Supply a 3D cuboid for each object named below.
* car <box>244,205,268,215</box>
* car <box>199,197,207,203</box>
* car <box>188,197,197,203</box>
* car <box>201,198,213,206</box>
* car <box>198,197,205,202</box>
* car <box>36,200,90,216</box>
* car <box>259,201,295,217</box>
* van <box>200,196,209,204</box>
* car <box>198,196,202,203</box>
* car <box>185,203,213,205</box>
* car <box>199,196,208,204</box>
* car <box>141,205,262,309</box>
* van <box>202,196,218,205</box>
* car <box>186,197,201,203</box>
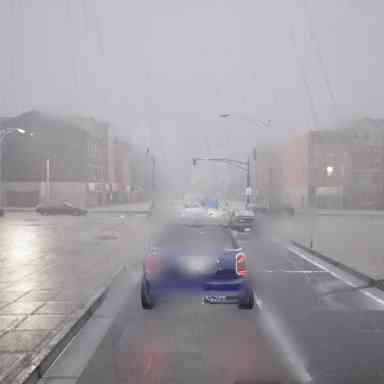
[{"bbox_3d":[2.644,1.579,18.083,2.008,1.369,4.403,-1,0,0],"label":"car"},{"bbox_3d":[2.706,2.017,82.072,1.887,1.381,4.507,-1,-1,0],"label":"car"},{"bbox_3d":[0.091,2.040,85.890,2.128,1.511,4.902,0,-1,0],"label":"car"},{"bbox_3d":[2.685,1.819,60.911,2.008,1.369,4.403,-1,-1,0],"label":"car"},{"bbox_3d":[2.717,2.178,92.651,1.802,1.307,4.206,-2,-1,0],"label":"car"},{"bbox_3d":[-11.687,1.472,30.151,4.674,1.442,1.812,1,1,2],"label":"car"},{"bbox_3d":[7.685,1.669,33.041,4.892,1.490,1.837,1,1,0],"label":"car"},{"bbox_3d":[2.691,1.704,71.494,1.690,1.788,3.998,-1,-1,0],"label":"van"},{"bbox_3d":[2.675,1.540,55.624,2.192,1.841,5.009,-1,0,0],"label":"car"},{"bbox_3d":[0.147,1.553,17.831,1.812,1.442,4.674,0,0,1],"label":"car"},{"bbox_3d":[2.698,1.856,76.783,1.967,1.590,4.097,-1,-1,0],"label":"car"},{"bbox_3d":[0.106,1.359,8.012,2.097,1.767,4.553,0,0,0],"label":"car"},{"bbox_3d":[2.666,1.493,45.042,1.690,1.788,3.998,-1,0,0],"label":"van"},{"bbox_3d":[0.031,1.788,50.326,1.895,1.301,4.718,0,0,2],"label":"car"}]
